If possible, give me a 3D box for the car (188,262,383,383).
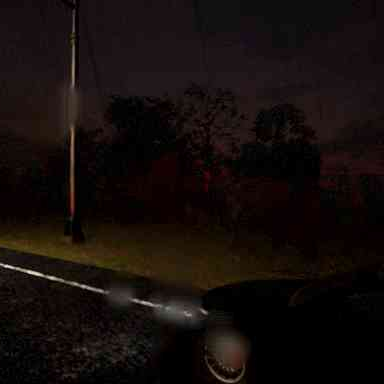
[{"bbox_3d":[2.144,1.535,3.617,4.674,1.442,1.812,1,1,35],"label":"car"}]
